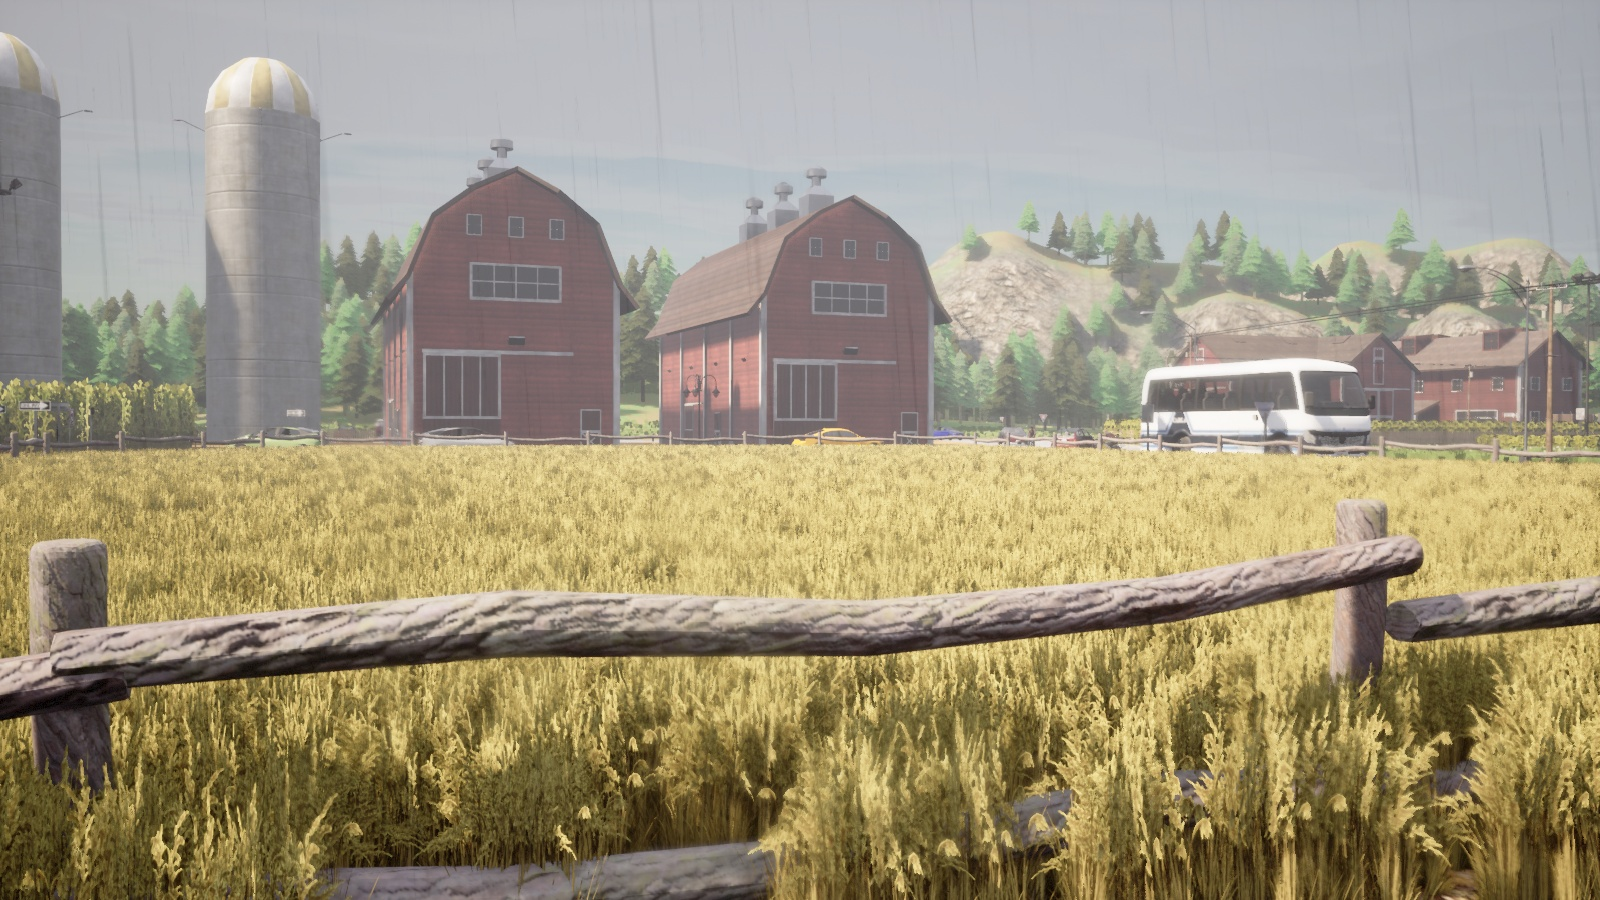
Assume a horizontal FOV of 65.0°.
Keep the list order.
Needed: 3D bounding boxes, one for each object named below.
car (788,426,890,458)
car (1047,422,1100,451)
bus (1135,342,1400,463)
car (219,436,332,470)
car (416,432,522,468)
[{"bbox_3d":[2.065,-0.443,66.384,5.008,1.535,1.882,-1,1,-20],"label":"car"},{"bbox_3d":[15.506,-0.794,71.062,1.789,1.549,3.705,0,2,31],"label":"car"},{"bbox_3d":[18.078,-1.766,49.671,3.944,4.253,10.273,-1,1,-21],"label":"bus"},{"bbox_3d":[-24.862,0.131,59.676,4.514,1.525,2.007,-1,1,-1],"label":"car"},{"bbox_3d":[-15.477,-0.018,58.736,4.514,1.525,2.007,-2,1,-25],"label":"car"}]
